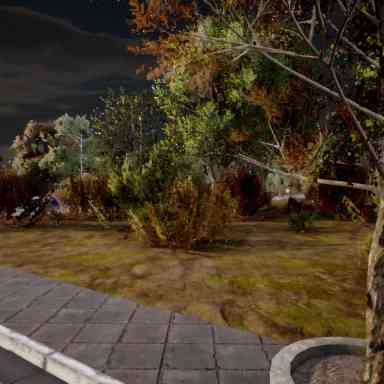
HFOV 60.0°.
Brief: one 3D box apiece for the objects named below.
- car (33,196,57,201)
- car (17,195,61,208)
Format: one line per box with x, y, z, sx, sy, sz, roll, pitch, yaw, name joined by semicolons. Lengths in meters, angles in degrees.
-17.620;1.244;41.350;1.882;1.535;5.008;0;1;32;car
-20.108;1.219;43.971;1.882;1.535;5.008;0;0;32;car
